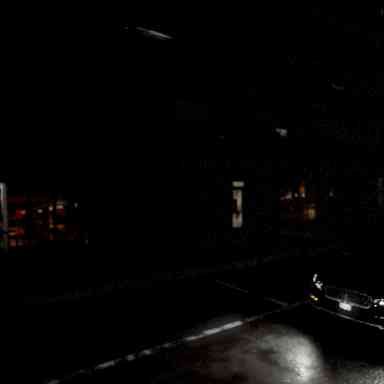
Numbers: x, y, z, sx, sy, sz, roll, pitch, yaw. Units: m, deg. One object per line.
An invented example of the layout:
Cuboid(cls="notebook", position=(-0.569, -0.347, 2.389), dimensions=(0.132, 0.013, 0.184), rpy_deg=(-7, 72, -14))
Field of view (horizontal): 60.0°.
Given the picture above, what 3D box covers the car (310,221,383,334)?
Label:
Cuboid(cls="car", position=(4.299, 1.481, 6.469), dimensions=(4.892, 1.490, 1.837), rpy_deg=(0, 0, -36))
